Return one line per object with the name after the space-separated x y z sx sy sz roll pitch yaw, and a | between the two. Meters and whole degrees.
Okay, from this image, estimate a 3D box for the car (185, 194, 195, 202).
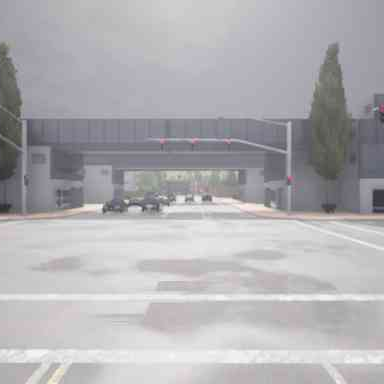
-0.499 1.265 65.347 2.033 1.411 5.357 0 0 0 | car

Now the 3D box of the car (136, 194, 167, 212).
-4.257 1.335 36.069 2.128 1.511 4.902 0 0 1 | car

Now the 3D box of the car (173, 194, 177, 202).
-4.017 1.225 65.801 1.837 1.490 4.892 0 0 1 | car

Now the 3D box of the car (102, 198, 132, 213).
-7.780 1.416 34.037 1.994 1.385 4.181 0 0 1 | car

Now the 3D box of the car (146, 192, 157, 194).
-7.564 0.947 62.271 2.150 2.045 5.566 0 1 1 | car

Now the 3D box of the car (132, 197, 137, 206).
-7.702 1.345 46.700 2.033 1.411 5.357 0 0 0 | car

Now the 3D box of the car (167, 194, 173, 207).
-4.188 1.357 47.868 1.994 1.385 4.181 0 0 1 | car

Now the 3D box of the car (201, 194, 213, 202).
3.003 1.222 65.553 1.837 1.490 4.892 0 0 0 | car

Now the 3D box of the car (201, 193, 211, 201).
3.060 1.112 74.941 2.128 1.511 4.902 0 0 0 | car

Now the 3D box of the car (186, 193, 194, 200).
-0.440 1.074 75.034 1.882 1.535 5.008 0 0 0 | car
